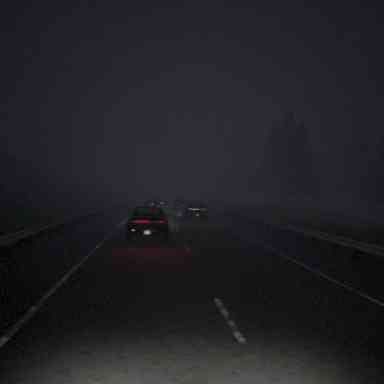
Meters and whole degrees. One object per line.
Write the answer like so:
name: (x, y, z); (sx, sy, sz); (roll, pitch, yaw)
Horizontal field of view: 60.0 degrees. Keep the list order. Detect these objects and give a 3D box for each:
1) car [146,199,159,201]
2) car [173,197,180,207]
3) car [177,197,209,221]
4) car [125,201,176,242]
car: (-4.067, 1.400, 34.440); (2.033, 1.411, 5.357); (2, 0, -6)
car: (-1.531, 1.416, 43.447); (1.882, 1.535, 5.008); (2, 0, -6)
car: (0.193, 1.494, 27.221); (2.128, 1.511, 4.902); (2, 0, -6)
car: (-2.069, 1.417, 15.844); (2.128, 1.511, 4.902); (2, 0, -6)
